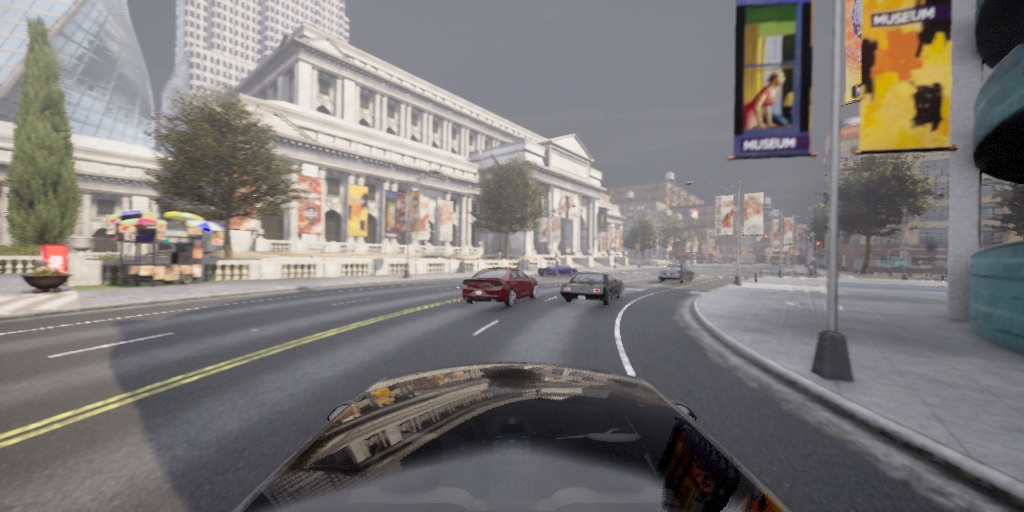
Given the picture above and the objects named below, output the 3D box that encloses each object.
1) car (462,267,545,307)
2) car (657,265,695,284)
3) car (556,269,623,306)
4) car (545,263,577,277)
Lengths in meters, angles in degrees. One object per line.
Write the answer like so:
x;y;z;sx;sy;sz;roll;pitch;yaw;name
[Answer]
-0.323;1.211;15.550;1.882;1.535;5.008;1;0;22;car
13.877;1.498;30.178;2.033;1.411;5.357;1;0;39;car
3.798;1.400;16.396;1.895;1.301;4.718;1;0;26;car
4.473;1.395;35.406;1.895;1.301;4.718;1;0;39;car
